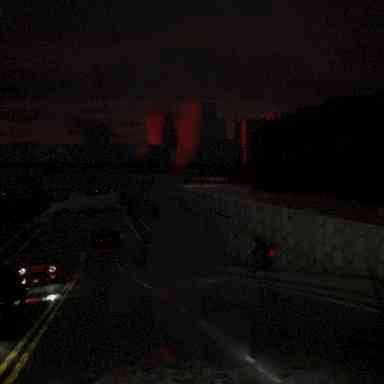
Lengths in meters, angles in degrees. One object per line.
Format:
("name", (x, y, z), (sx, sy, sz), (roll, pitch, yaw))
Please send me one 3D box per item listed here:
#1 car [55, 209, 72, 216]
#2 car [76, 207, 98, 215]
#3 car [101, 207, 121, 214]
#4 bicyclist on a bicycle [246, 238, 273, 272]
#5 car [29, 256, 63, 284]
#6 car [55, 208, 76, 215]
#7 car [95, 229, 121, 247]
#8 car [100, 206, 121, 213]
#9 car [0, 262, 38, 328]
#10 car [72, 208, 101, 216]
("car", (-28.480, 4.568, 74.716), (4.974, 1.542, 2.038), (2, 4, 27))
("car", (-24.026, 4.294, 76.033), (1.853, 1.218, 4.536), (3, 5, 37))
("car", (-19.121, 4.274, 78.245), (4.974, 1.542, 2.038), (0, 4, 12))
("bicyclist on a bicycle", (3.362, 3.056, 16.249), (1.656, 1.620, 0.582), (-2, -7, -14))
("car", (-9.319, 4.790, 20.737), (2.097, 1.767, 4.553), (-2, -10, -16))
("car", (-28.527, 4.410, 74.729), (4.536, 1.218, 1.853), (2, 4, 27))
("car", (-11.593, 6.152, 45.890), (2.150, 2.045, 5.566), (-1, 5, 3))
("car", (-19.172, 4.116, 78.246), (4.536, 1.218, 1.853), (0, 4, 12))
("car", (-6.142, 3.033, 9.691), (2.033, 1.411, 5.357), (-2, -9, -17))
("car", (-24.056, 4.454, 76.002), (2.038, 1.542, 4.974), (3, 5, 37))
